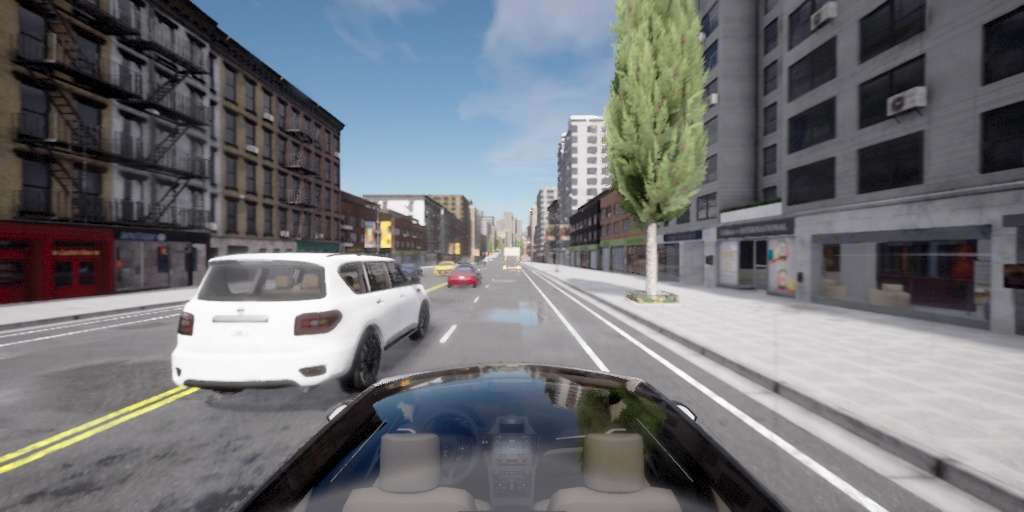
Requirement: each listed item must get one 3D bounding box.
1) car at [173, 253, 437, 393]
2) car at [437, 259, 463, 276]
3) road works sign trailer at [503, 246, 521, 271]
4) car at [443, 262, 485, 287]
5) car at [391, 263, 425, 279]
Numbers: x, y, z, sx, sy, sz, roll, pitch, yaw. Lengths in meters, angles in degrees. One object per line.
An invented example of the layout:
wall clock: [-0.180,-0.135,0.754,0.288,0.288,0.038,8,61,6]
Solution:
car: [-3.155,0.972,6.839,2.150,2.045,5.566,0,0,0]
car: [-6.609,1.303,36.647,1.882,1.535,5.008,0,0,0]
road works sign trailer: [-0.004,0.396,52.615,2.380,3.560,2.880,0,0,3]
car: [-3.163,1.340,24.531,1.994,1.385,4.181,0,0,0]
car: [-9.859,1.378,34.307,1.994,1.385,4.181,0,0,0]
